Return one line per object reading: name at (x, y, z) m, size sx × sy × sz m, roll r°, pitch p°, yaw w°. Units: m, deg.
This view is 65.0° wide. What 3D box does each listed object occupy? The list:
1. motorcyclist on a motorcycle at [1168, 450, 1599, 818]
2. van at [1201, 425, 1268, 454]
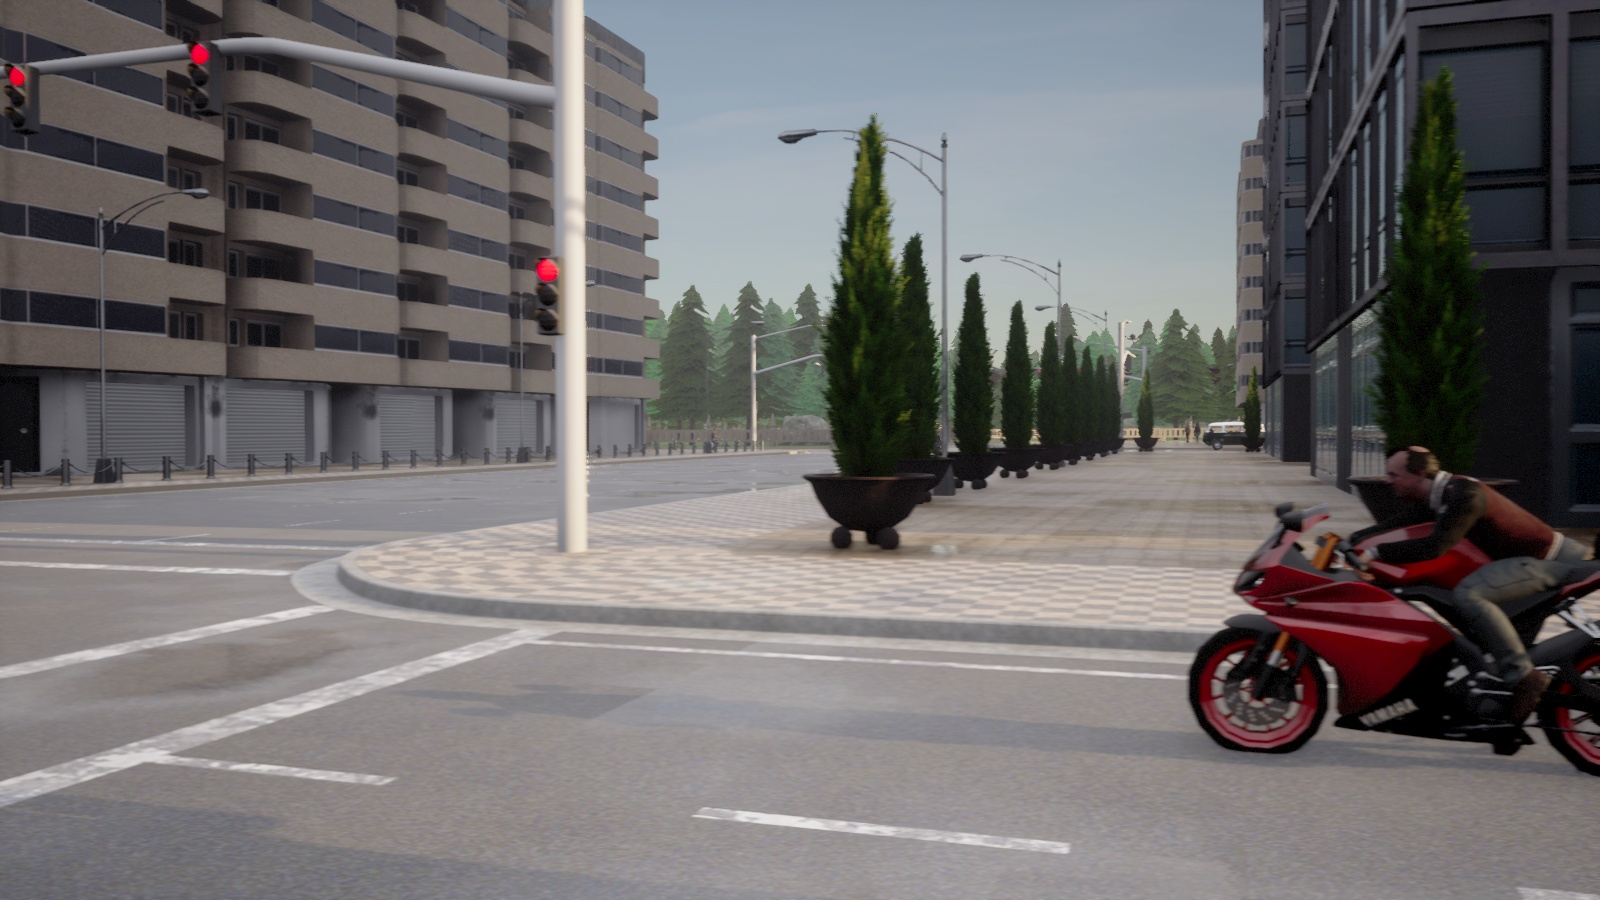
motorcyclist on a motorcycle at (2.893, 0.778, 5.914) m, size 2.191 × 1.530 × 0.866 m, roll 1°, pitch 1°, yaw 18°
van at (31.120, -0.767, 90.071) m, size 4.480 × 2.038 × 2.069 m, roll 1°, pitch 1°, yaw 18°
